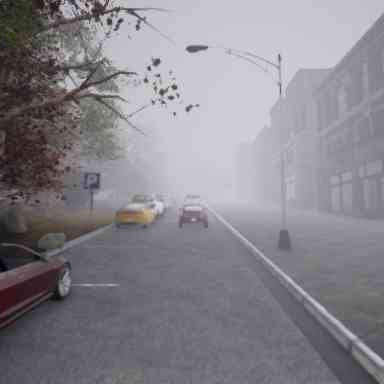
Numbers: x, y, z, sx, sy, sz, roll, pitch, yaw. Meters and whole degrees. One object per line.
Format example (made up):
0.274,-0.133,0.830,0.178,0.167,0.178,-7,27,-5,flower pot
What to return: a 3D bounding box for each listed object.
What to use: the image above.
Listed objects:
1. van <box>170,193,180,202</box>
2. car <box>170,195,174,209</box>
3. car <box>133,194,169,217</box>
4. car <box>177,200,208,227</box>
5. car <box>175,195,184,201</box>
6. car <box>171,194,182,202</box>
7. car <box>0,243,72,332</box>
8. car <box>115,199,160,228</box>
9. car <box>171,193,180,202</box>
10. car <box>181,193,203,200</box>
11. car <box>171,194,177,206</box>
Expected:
-3.661,1.207,72.304,1.878,1.987,4.442,0,0,2,van
-3.652,1.438,38.950,1.946,1.575,5.366,0,0,2,car
-3.658,1.200,27.652,2.435,2.045,5.566,0,0,2,car
0.084,1.504,22.432,1.812,1.442,4.674,0,0,0,car
-3.650,1.724,94.462,2.163,1.488,4.792,1,-2,2,car
-3.667,1.306,77.727,2.185,1.767,4.553,0,0,2,car
-3.653,1.506,5.370,2.163,1.488,4.792,0,0,2,car
-3.657,1.458,22.048,2.097,1.535,5.008,0,0,2,car
-3.664,1.310,55.444,2.185,1.767,4.553,0,0,2,car
0.092,1.182,39.706,2.150,2.045,5.566,0,0,0,car
-3.661,1.438,44.329,2.097,1.535,5.008,0,0,2,car
